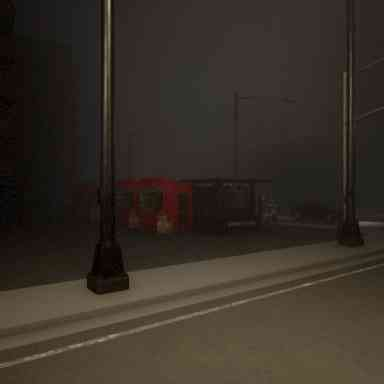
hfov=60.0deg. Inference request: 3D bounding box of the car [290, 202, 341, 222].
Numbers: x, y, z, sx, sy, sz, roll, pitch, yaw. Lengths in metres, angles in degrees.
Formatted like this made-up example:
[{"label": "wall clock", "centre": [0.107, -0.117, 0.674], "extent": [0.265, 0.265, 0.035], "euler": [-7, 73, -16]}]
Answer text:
[{"label": "car", "centre": [10.484, 1.612, 27.571], "extent": [1.837, 1.490, 4.892], "euler": [0, -1, -36]}]
